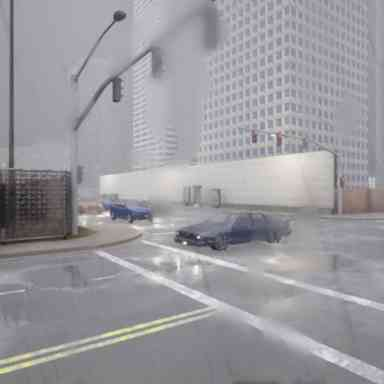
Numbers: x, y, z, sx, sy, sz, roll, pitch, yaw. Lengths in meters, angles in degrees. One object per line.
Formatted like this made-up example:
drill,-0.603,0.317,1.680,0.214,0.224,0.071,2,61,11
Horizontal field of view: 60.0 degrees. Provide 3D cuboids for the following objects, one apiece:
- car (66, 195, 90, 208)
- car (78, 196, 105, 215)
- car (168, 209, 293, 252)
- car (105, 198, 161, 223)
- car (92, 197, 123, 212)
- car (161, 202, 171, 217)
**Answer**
car,-16.676,1.306,48.449,2.097,1.767,4.553,0,0,-35
car,-10.733,1.306,33.972,2.097,1.767,4.553,0,0,-35
car,1.903,1.517,13.940,5.357,1.411,2.033,0,0,-35
car,-4.647,1.428,25.390,1.882,1.535,5.008,0,0,-35
car,-10.027,1.430,39.030,1.882,1.535,5.008,0,0,-35
car,-3.581,1.457,29.937,1.837,1.490,4.892,0,0,-35
